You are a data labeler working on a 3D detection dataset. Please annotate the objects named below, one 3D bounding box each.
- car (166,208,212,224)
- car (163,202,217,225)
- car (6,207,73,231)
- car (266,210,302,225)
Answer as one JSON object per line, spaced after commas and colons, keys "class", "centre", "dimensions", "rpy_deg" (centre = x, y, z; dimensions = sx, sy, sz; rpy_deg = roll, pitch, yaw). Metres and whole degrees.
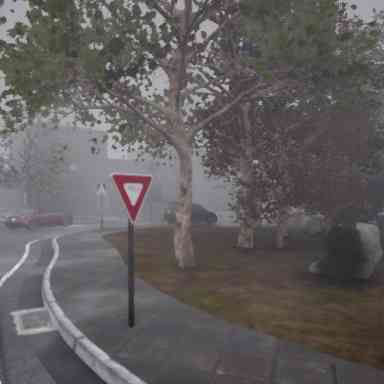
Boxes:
{"class": "car", "centre": [-0.247, 2.507, 34.446], "dimensions": [4.892, 1.490, 1.837], "rpy_deg": [5, -4, -45]}
{"class": "car", "centre": [-0.074, 2.029, 30.371], "dimensions": [5.566, 2.045, 2.150], "rpy_deg": [5, -4, -45]}
{"class": "car", "centre": [-9.845, 1.675, 21.779], "dimensions": [1.994, 1.385, 4.181], "rpy_deg": [0, -1, 25]}
{"class": "car", "centre": [11.055, 3.316, 40.773], "dimensions": [5.008, 1.535, 1.882], "rpy_deg": [5, -4, -43]}
